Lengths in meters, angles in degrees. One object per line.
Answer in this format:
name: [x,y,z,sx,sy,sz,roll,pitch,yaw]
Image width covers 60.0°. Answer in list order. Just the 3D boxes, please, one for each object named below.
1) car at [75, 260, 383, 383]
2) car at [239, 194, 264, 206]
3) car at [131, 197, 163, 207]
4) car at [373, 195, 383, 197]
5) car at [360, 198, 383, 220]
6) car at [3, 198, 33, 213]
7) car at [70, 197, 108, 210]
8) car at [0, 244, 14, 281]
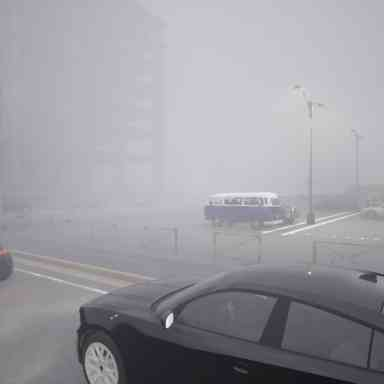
car: [0.865,1.478,3.378,5.008,1.535,1.882,0,0,36]
car: [11.436,1.545,63.581,1.895,1.301,4.718,0,0,35]
car: [-6.741,1.492,50.415,2.033,1.411,5.357,0,0,36]
car: [17.953,1.153,29.282,4.605,1.855,1.932,0,0,36]
car: [14.728,1.395,24.730,3.806,1.475,1.970,0,0,36]
car: [-18.750,1.422,33.555,1.882,1.535,5.008,0,0,36]
car: [-12.906,1.422,41.759,1.882,1.535,5.008,0,0,35]
car: [-6.456,1.564,8.588,4.181,1.385,1.994,0,0,36]
